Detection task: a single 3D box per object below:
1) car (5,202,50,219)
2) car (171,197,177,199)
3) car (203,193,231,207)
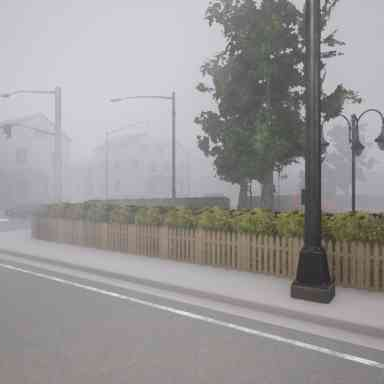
[{"bbox_3d":[-14.016,1.564,29.263,1.994,1.385,4.181,0,0,35],"label":"car"},{"bbox_3d":[-2.680,1.477,45.509,1.882,1.535,5.008,0,0,35],"label":"car"},{"bbox_3d":[3.548,1.221,48.156,2.150,2.045,5.566,0,0,35],"label":"car"}]
